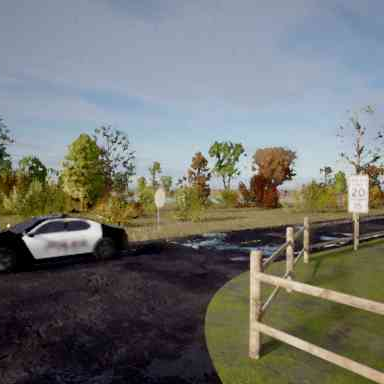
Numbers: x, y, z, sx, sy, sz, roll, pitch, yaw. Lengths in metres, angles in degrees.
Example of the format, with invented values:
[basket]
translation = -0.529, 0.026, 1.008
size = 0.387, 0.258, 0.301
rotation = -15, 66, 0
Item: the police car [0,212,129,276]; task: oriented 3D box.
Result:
[police car]
translation = -4.589, 1.487, 10.562
size = 4.974, 1.542, 2.038
rotation = 0, 1, -40
